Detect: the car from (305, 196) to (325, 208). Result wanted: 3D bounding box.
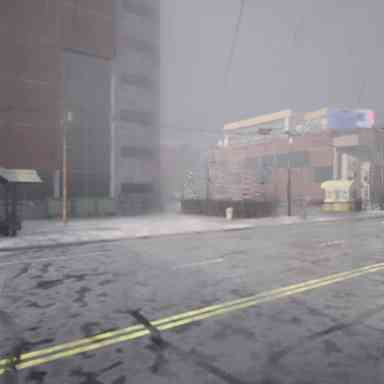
[{"bbox_3d":[16.931,1.295,47.343,4.553,1.767,2.185,0,0,-36],"label":"car"}]

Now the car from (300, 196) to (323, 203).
[{"bbox_3d":[23.815,1.477,66.413,4.674,1.452,2.002,0,0,-36],"label":"car"}]

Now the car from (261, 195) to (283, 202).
[{"bbox_3d":[17.993,1.456,74.551,4.786,1.482,2.161,0,0,-36],"label":"car"}]
